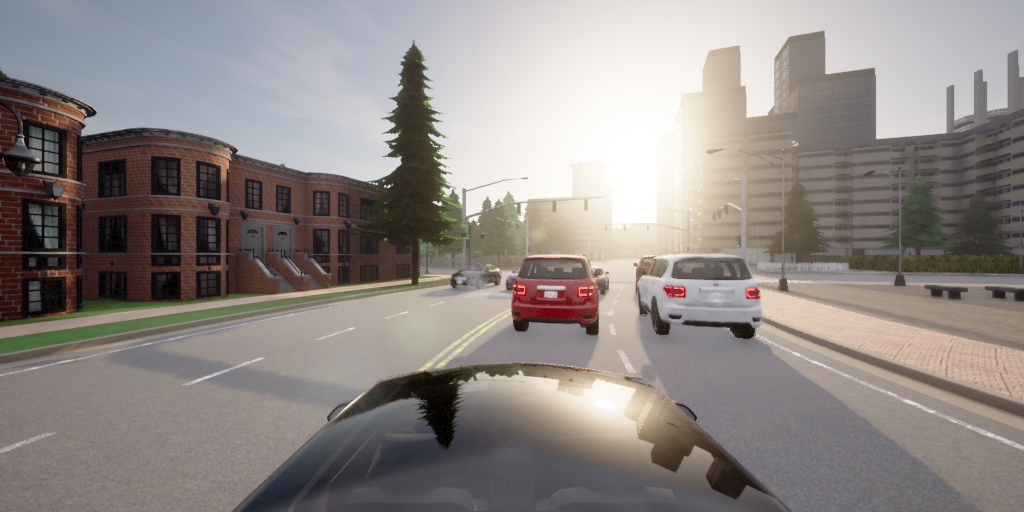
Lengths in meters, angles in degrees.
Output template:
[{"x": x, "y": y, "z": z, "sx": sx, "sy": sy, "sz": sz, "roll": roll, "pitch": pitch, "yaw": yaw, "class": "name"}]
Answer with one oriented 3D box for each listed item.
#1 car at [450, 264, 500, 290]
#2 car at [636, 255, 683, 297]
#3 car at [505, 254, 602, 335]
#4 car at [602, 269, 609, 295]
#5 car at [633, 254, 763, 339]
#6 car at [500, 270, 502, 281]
[{"x": -2.188, "y": 1.247, "z": 22.970, "sx": 2.128, "sy": 1.511, "sz": 4.902, "roll": 0, "pitch": 0, "yaw": 19, "class": "car"}, {"x": 8.168, "y": 0.971, "z": 20.335, "sx": 2.150, "sy": 2.045, "sz": 5.566, "roll": 0, "pitch": 0, "yaw": 19, "class": "car"}, {"x": 1.493, "y": 0.971, "z": 10.806, "sx": 2.150, "sy": 2.045, "sz": 5.566, "roll": 0, "pitch": 0, "yaw": 13, "class": "car"}, {"x": 4.361, "y": 1.276, "z": 20.000, "sx": 1.812, "sy": 1.442, "sz": 4.674, "roll": 0, "pitch": 0, "yaw": 19, "class": "car"}, {"x": 4.997, "y": 0.970, "z": 10.326, "sx": 2.150, "sy": 2.045, "sz": 5.566, "roll": 0, "pitch": 0, "yaw": 13, "class": "car"}, {"x": 1.103, "y": 1.281, "z": 21.777, "sx": 1.812, "sy": 1.442, "sz": 4.674, "roll": 0, "pitch": 0, "yaw": 19, "class": "car"}]
